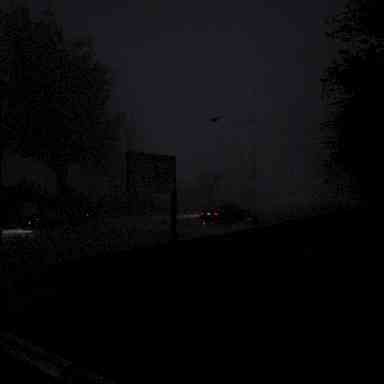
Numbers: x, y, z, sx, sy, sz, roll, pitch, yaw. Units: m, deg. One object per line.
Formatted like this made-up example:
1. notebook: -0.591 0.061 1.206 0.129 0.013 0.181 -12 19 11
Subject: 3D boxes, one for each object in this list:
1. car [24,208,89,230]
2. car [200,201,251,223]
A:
1. car: -9.336 1.812 23.208 1.994 1.385 4.181 -1 0 39
2. car: 2.807 1.694 27.016 2.033 1.411 5.357 -1 0 38
